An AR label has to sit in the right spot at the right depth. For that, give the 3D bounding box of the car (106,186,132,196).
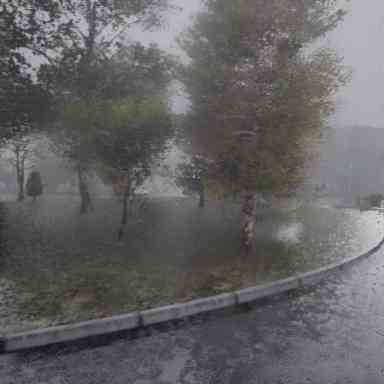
[{"bbox_3d":[-17.036,-0.268,77.523,5.566,2.045,2.435,2,-1,-15],"label":"car"}]

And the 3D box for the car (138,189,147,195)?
[{"bbox_3d":[-15.724,-0.082,89.368,5.566,2.045,2.435,2,-1,-14],"label":"car"}]

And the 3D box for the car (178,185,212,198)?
[{"bbox_3d":[1.255,-0.094,50.126,5.566,2.045,2.150,3,-1,29],"label":"car"}]

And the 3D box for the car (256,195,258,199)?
[{"bbox_3d":[6.169,0.406,42.579,2.128,1.511,4.902,3,0,-45],"label":"car"}]

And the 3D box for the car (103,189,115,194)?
[{"bbox_3d":[-17.300,-0.065,74.570,4.892,1.521,2.231,2,-1,-15],"label":"car"}]
